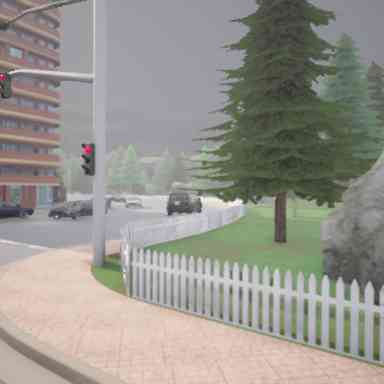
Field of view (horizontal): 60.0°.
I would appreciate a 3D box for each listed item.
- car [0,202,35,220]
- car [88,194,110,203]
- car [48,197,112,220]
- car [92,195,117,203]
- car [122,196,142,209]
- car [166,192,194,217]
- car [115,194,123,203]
[{"bbox_3d":[-13.626,1.373,23.337,1.895,1.301,4.718,0,0,23],"label":"car"},{"bbox_3d":[-16.145,1.166,57.426,2.033,1.411,5.357,0,0,-34],"label":"car"},{"bbox_3d":[-8.745,1.336,25.994,2.033,1.411,5.357,0,0,17],"label":"car"},{"bbox_3d":[-10.361,1.282,37.081,2.033,1.411,5.357,0,0,1],"label":"car"},{"bbox_3d":[-7.145,1.262,41.072,1.812,1.442,4.674,0,0,-6],"label":"car"},{"bbox_3d":[-0.617,1.043,29.504,2.150,2.045,5.566,1,0,13],"label":"car"},{"bbox_3d":[-13.230,1.158,59.358,1.812,1.442,4.674,0,0,-34],"label":"car"}]
